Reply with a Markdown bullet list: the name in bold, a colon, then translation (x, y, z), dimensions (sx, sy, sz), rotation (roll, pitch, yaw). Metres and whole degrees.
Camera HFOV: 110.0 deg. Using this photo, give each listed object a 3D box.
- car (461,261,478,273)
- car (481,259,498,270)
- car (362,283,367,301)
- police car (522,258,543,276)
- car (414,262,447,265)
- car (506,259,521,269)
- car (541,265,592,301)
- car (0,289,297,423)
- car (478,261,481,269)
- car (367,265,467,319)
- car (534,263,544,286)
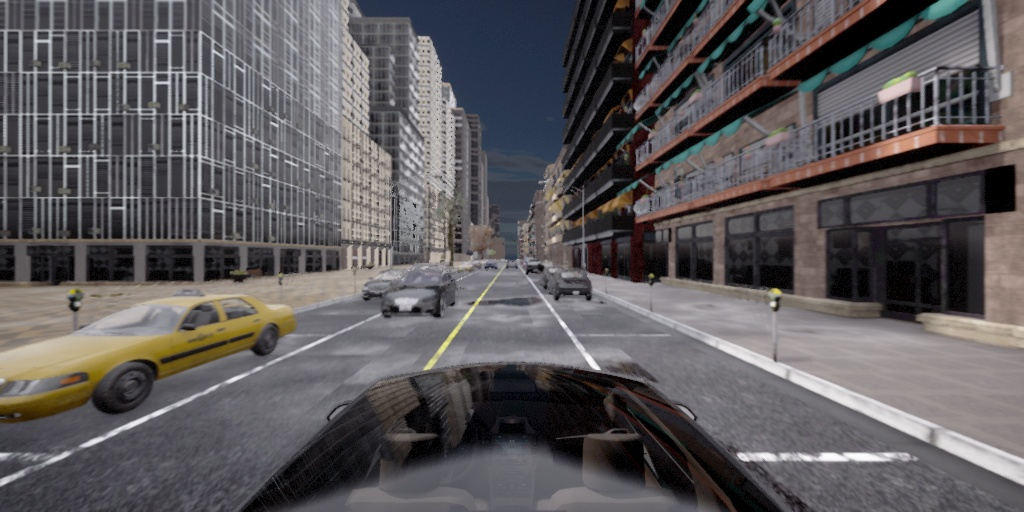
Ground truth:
- **car**: translation (-5.691, 1.310, 44.777), dimensions (1.751, 1.417, 4.829), rotation (0, 0, 0)
- **car**: translation (-3.058, 1.343, 53.552), dimensions (2.033, 1.411, 5.357), rotation (0, 0, 1)
- **car**: translation (-5.691, 1.310, 17.285), dimensions (2.007, 1.370, 4.403), rotation (0, 0, 0)
- **police car**: translation (2.366, 1.201, 38.195), dimensions (1.930, 1.638, 5.238), rotation (0, 0, 0)
- **car**: translation (-5.691, 1.203, 22.818), dimensions (1.967, 1.591, 4.097), rotation (0, 0, 0)
- **car**: translation (-0.001, 1.366, 57.344), dimensions (1.994, 1.385, 4.181), rotation (0, 0, 0)
- **car**: translation (2.689, 1.309, 17.285), dimensions (2.007, 1.370, 4.403), rotation (0, 0, 0)
- **car**: translation (-5.691, 1.278, 6.050), dimensions (1.751, 1.417, 4.829), rotation (0, 0, 0)
- **car**: translation (-5.691, 1.382, 56.013), dimensions (1.802, 1.307, 4.207), rotation (0, 0, 0)
- **car**: translation (-3.099, 1.248, 12.891), dimensions (2.128, 1.511, 4.902), rotation (0, 0, 0)
- **car**: translation (2.689, 1.313, 22.818), dimensions (2.007, 1.370, 4.403), rotation (0, 0, 0)
